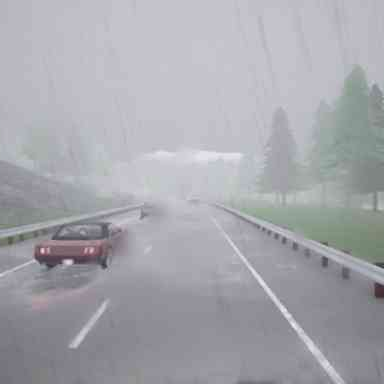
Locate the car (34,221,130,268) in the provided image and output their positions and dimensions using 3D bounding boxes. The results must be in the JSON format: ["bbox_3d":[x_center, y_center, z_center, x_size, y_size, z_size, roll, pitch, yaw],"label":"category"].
[{"bbox_3d":[-3.383,1.637,11.320,1.895,1.301,4.718,0,0,0],"label":"car"}]

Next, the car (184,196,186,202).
[{"bbox_3d":[-0.251,1.788,80.206,1.812,1.442,4.674,0,0,-4],"label":"car"}]

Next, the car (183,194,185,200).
[{"bbox_3d":[-0.734,1.787,86.263,1.837,1.490,4.892,0,0,-5],"label":"car"}]

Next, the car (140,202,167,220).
[{"bbox_3d":[-3.355,1.586,29.297,2.128,1.511,4.902,0,0,0],"label":"car"}]

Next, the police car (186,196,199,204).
[{"bbox_3d":[0.385,1.655,70.211,1.930,1.638,5.238,0,0,-3],"label":"police car"}]
